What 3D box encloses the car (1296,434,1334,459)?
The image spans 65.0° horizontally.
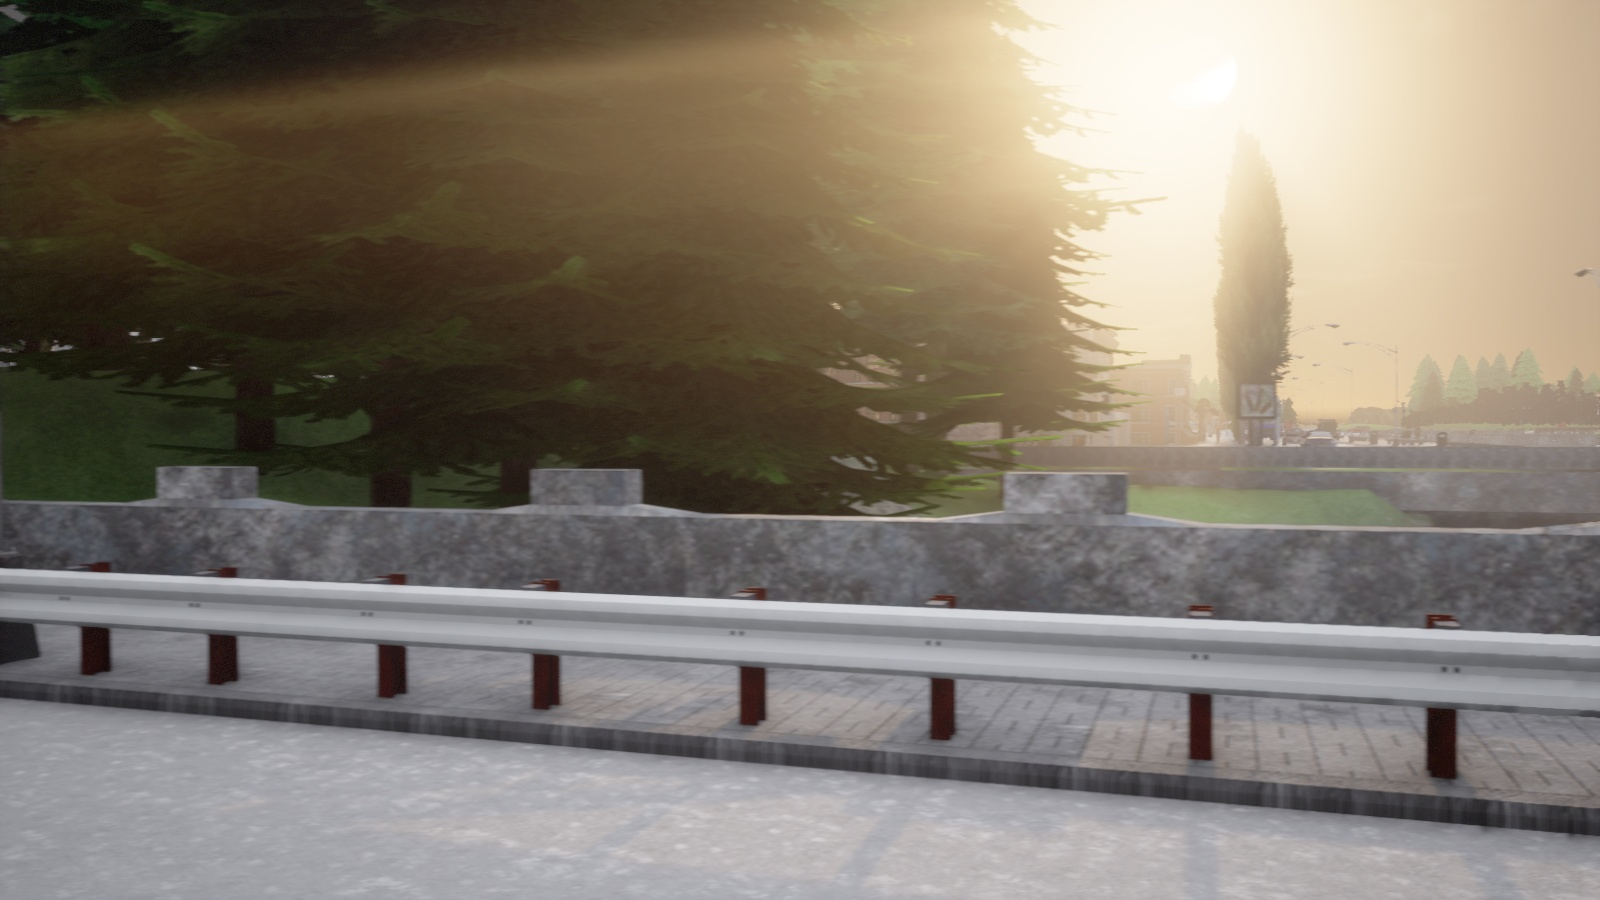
[{"bbox_3d":[31.065,-0.245,75.823,1.812,1.442,4.674,1,1,19],"label":"car"}]
